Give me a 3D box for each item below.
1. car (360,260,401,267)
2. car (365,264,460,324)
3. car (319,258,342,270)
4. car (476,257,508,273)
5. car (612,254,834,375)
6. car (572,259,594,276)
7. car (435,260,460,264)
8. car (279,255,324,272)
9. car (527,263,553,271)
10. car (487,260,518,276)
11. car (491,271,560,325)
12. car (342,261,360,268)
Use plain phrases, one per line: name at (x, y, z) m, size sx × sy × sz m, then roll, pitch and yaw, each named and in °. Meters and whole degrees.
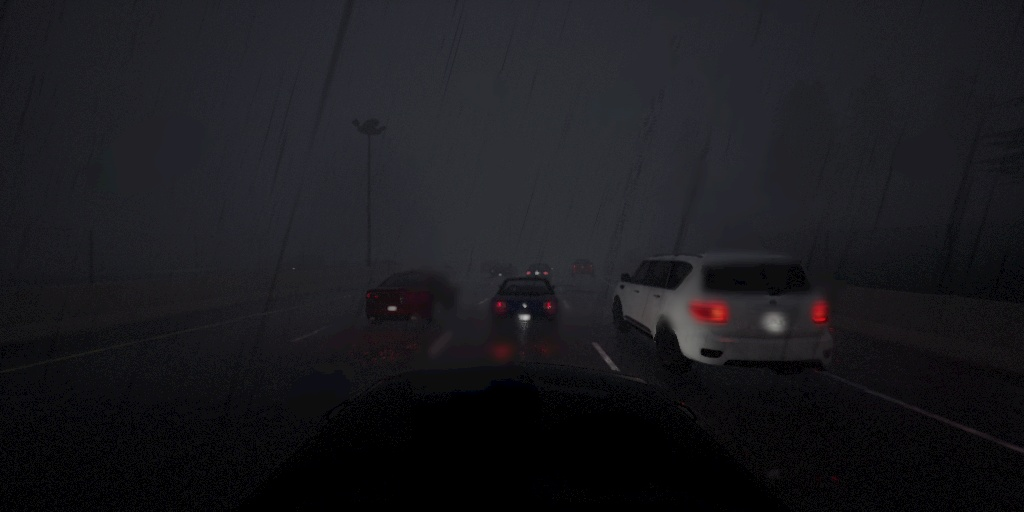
car at (-13.898, 1.167, 38.921) m, size 1.882 × 1.535 × 5.008 m, roll 0°, pitch 0°, yaw 11°
car at (-3.015, 1.212, 11.903) m, size 1.882 × 1.535 × 5.008 m, roll 0°, pitch 0°, yaw 3°
car at (-20.295, 1.239, 42.587) m, size 1.994 × 1.385 × 4.181 m, roll 0°, pitch 0°, yaw 12°
car at (-2.271, 1.182, 42.592) m, size 1.882 × 1.535 × 5.008 m, roll 0°, pitch 0°, yaw 13°
car at (3.757, 0.973, 7.664) m, size 2.150 × 2.045 × 5.566 m, roll 0°, pitch 0°, yaw 2°
car at (7.111, 1.077, 36.054) m, size 2.097 × 1.767 × 4.553 m, roll 0°, pitch 0°, yaw 11°
car at (-5.245, 1.242, 25.614) m, size 1.812 × 1.442 × 4.674 m, roll 0°, pitch 0°, yaw 7°
car at (-24.104, 0.890, 41.528) m, size 2.150 × 2.045 × 5.566 m, roll 0°, pitch 0°, yaw 11°
car at (2.171, 1.274, 28.180) m, size 2.033 × 1.411 × 5.357 m, roll 0°, pitch 0°, yaw 9°
car at (-0.622, 1.318, 32.832) m, size 1.895 × 1.301 × 4.718 m, roll 0°, pitch 0°, yaw 10°
car at (0.475, 1.341, 11.756) m, size 1.895 × 1.301 × 4.718 m, roll 0°, pitch 0°, yaw 3°
car at (-16.997, 1.207, 41.292) m, size 1.812 × 1.442 × 4.674 m, roll 0°, pitch 0°, yaw 11°
